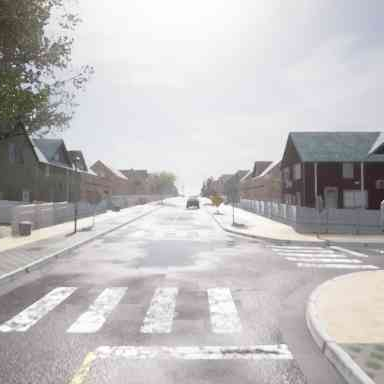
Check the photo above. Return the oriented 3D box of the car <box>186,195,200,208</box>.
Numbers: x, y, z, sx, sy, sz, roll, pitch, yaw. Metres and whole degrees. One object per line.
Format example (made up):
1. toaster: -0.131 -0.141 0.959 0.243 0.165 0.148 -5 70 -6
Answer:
1. car: 0.143 1.597 49.304 1.837 1.490 4.892 0 0 0

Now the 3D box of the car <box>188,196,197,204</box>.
1. car: 0.156 1.635 69.341 1.882 1.535 5.008 0 0 0

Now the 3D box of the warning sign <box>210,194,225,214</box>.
1. warning sign: 2.519 1.167 32.997 1.300 1.860 1.060 -2 -2 0
